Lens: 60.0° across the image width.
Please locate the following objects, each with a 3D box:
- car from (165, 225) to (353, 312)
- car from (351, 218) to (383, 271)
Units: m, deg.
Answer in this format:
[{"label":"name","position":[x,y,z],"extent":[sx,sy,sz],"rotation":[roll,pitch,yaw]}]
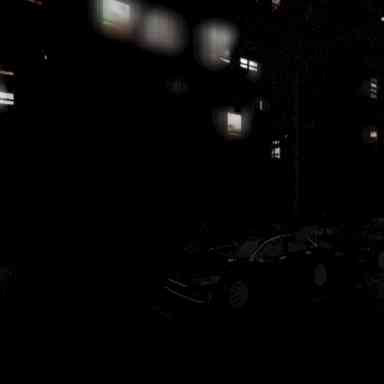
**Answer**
[{"label":"car","position":[1.478,1.549,7.612],"extent":[4.403,1.369,2.008],"rotation":[0,0,-36]},{"label":"car","position":[6.066,1.542,10.885],"extent":[4.507,1.381,1.887],"rotation":[0,0,-36]}]
